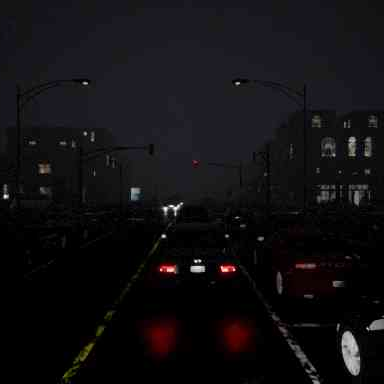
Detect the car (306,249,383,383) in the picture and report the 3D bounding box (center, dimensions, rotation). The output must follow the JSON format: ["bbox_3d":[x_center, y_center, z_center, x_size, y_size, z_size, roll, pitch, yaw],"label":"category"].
[{"bbox_3d":[2.692,1.551,2.622,2.008,1.369,4.403,0,0,0],"label":"car"}]

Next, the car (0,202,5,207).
[{"bbox_3d":[-25.480,1.447,40.470,4.829,1.417,1.752,0,-1,1],"label":"car"}]

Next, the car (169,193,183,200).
[{"bbox_3d":[-3.110,1.499,61.486,2.128,1.511,4.902,0,0,0],"label":"car"}]

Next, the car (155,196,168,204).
[{"bbox_3d":[-5.732,1.559,63.138,2.008,1.369,4.403,0,0,0],"label":"car"}]

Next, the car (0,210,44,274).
[{"bbox_3d":[-5.692,1.441,8.325,1.967,1.590,4.097,0,0,0],"label":"car"}]

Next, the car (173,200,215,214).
[{"bbox_3d":[0.086,1.480,19.461,1.882,1.535,5.008,0,0,0],"label":"car"}]

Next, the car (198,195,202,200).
[{"bbox_3d":[2.649,1.590,63.130,1.802,1.307,4.206,0,0,0],"label":"car"}]

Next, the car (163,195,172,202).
[{"bbox_3d":[-5.743,1.538,79.535,1.752,1.417,4.829,0,0,0],"label":"car"}]

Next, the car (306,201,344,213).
[{"bbox_3d":[14.784,1.653,37.283,4.181,1.385,1.994,0,0,1],"label":"car"}]

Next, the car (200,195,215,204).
[{"bbox_3d":[2.657,1.572,52.088,1.947,1.339,4.313,0,0,0],"label":"car"}]

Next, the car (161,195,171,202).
[{"bbox_3d":[-5.739,1.451,74.183,1.967,1.590,4.097,0,0,0],"label":"car"}]

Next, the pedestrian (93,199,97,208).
[{"bbox_3d":[-12.583,1.415,43.222,0.375,1.300,0.375,0,-1,1],"label":"pedestrian"}]

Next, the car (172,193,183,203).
[{"bbox_3d":[-3.052,1.236,72.142,2.150,2.045,5.566,0,0,0],"label":"car"}]

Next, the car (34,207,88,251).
[{"bbox_3d":[-5.697,1.552,14.017,2.008,1.369,4.403,0,0,0],"label":"car"}]

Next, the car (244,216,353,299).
[{"bbox_3d":[2.688,1.546,8.314,1.887,1.381,4.507,0,0,0],"label":"car"}]

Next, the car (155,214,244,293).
[{"bbox_3d":[0.098,1.548,8.997,2.033,1.411,5.357,0,0,0],"label":"car"}]

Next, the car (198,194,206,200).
[{"bbox_3d":[2.630,1.458,90.741,1.967,1.590,4.097,0,0,0],"label":"car"}]

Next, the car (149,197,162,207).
[{"bbox_3d":[-5.724,1.588,52.095,1.802,1.307,4.206,0,0,0],"label":"car"}]

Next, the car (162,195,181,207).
[{"bbox_3d":[-3.145,1.532,51.134,1.812,1.442,4.674,0,0,1],"label":"car"}]

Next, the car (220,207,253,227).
[{"bbox_3d":[2.680,1.553,19.698,2.008,1.369,4.403,0,0,0],"label":"car"}]

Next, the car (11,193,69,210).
[{"bbox_3d":[-15.700,1.152,34.494,5.566,2.045,2.150,0,0,2],"label":"car"}]
